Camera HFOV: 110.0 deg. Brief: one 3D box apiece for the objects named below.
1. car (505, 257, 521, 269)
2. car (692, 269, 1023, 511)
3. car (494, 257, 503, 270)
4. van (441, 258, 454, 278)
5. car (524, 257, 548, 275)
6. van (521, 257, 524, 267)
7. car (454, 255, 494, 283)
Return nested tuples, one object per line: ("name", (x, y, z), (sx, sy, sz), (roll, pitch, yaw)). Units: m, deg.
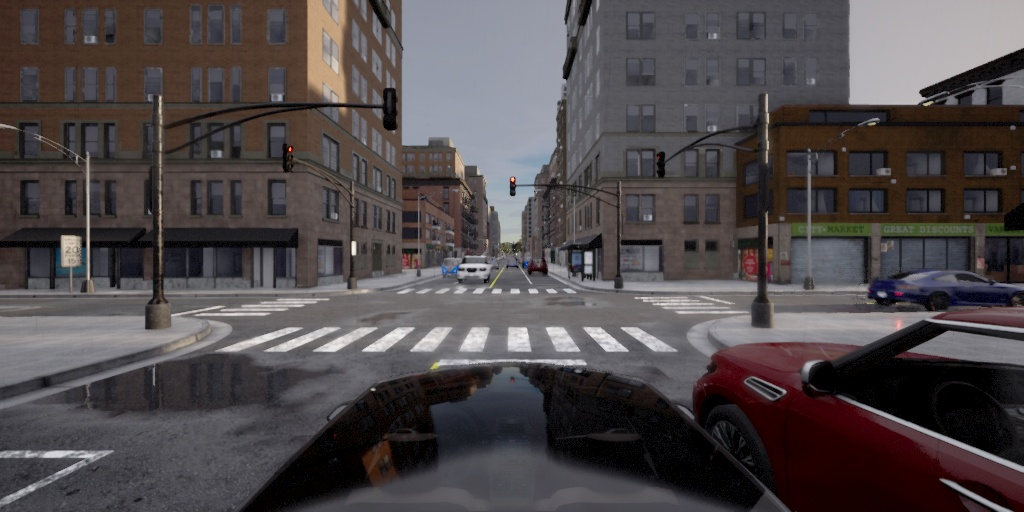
("car", (0.068, 1.300, 57.962), (1.994, 1.385, 4.181), (0, 0, 0))
("car", (2.638, 1.065, 1.167), (2.192, 1.841, 5.009), (0, 0, 0))
("car", (-2.821, 1.229, 50.415), (2.128, 1.511, 4.902), (0, 0, 0))
("van", (-5.399, 1.084, 33.133), (1.690, 1.789, 3.998), (0, 0, 0))
("car", (2.715, 1.056, 38.538), (2.192, 1.841, 5.009), (0, 0, 0))
("van", (2.704, 1.077, 54.757), (1.690, 1.789, 3.998), (0, 0, 0))
("car", (-2.845, 0.966, 27.841), (2.150, 2.045, 5.566), (0, 0, 0))
